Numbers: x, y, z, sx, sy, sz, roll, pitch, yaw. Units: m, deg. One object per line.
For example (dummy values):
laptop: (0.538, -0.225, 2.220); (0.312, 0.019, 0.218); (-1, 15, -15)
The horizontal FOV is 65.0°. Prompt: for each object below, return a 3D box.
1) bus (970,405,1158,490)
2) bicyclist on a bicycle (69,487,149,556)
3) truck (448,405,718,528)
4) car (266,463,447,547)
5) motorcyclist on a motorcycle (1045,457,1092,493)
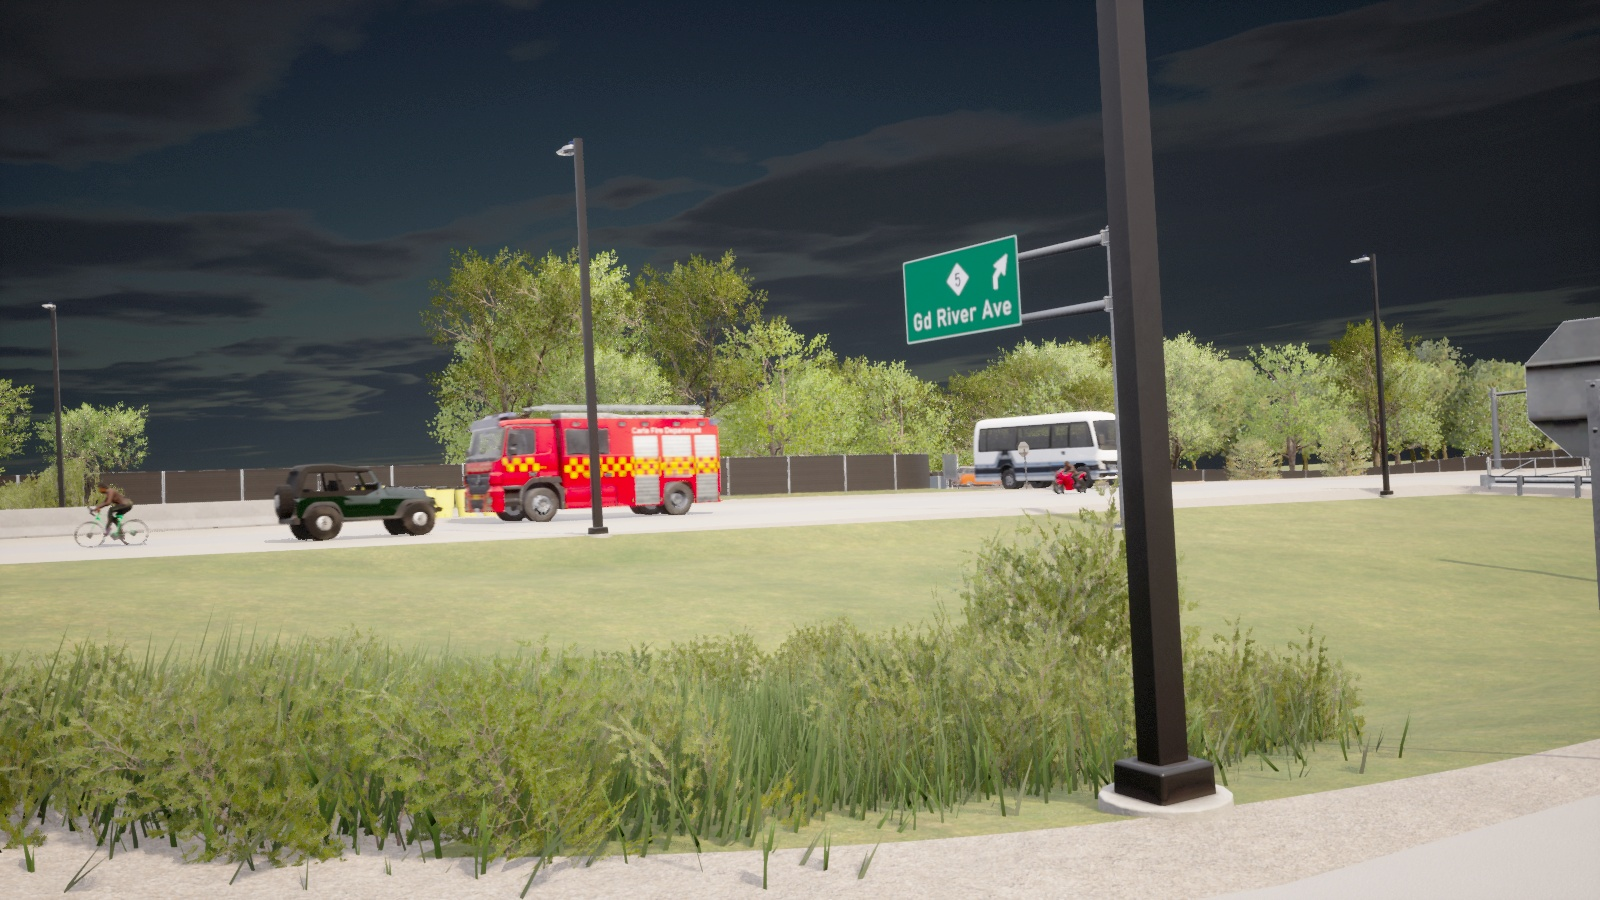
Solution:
bus: (14.666, -0.037, 70.928); (3.944, 4.253, 10.273); (-2, -1, -35)
bicyclist on a bicycle: (-17.289, 1.782, 31.438); (1.656, 1.620, 0.582); (-2, -1, -35)
truck: (-7.253, 0.495, 42.692); (8.468, 3.827, 2.891); (-2, -2, -35)
car: (-11.091, 1.355, 31.482); (3.866, 1.878, 1.905); (-2, -2, -35)
motorcyclist on a motorcycle: (11.953, 1.123, 55.841); (2.044, 1.523, 0.797); (-2, -2, -34)
